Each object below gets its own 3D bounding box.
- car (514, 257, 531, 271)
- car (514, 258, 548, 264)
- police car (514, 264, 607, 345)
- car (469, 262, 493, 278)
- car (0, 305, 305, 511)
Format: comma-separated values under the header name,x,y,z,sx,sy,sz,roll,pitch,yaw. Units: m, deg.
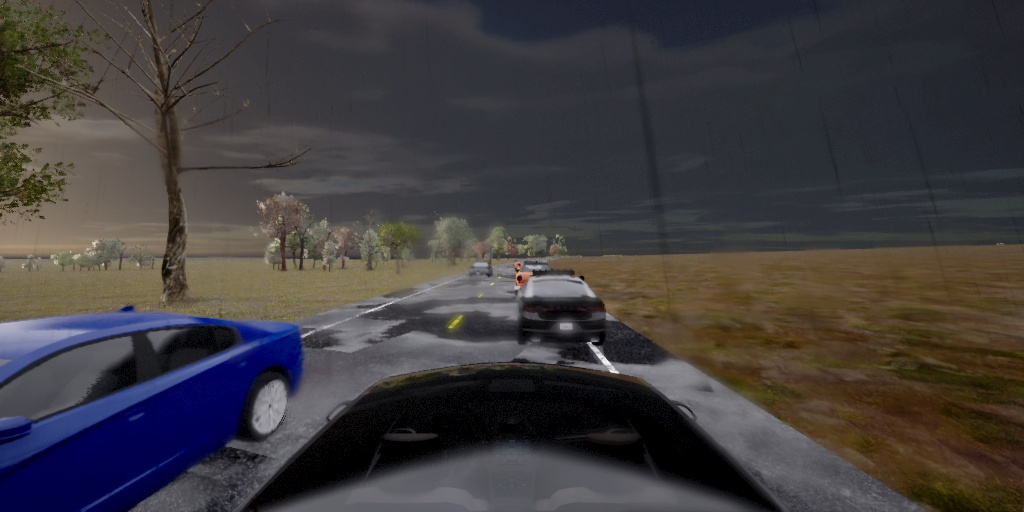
name,x,y,z,sx,sy,sz,roll,pitch,yaw
car,1.530,1.092,50.749,2.097,1.767,4.553,0,0,4
car,1.244,1.101,19.434,2.097,1.767,4.553,0,0,1
police car,1.088,1.175,9.609,1.930,1.638,5.238,0,0,1
car,-2.841,1.274,33.787,1.812,1.442,4.674,0,0,2
car,-3.584,1.228,2.505,1.882,1.535,5.008,0,0,0
